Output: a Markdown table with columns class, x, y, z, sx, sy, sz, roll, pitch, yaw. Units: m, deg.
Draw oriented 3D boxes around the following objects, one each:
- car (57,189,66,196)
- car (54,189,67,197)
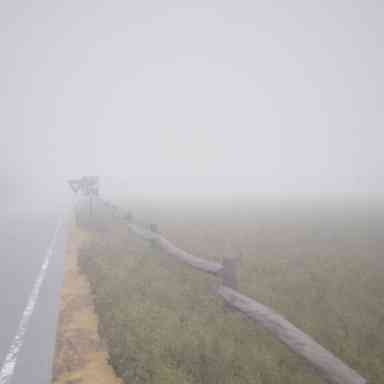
| class | x | y | z | sx | sy | sz | roll | pitch | yaw |
| --- | --- | --- | --- | --- | --- | --- | --- | --- | --- |
| car | -30.133 | 0.077 | 76.934 | 1.812 | 1.442 | 4.674 | -1 | 1 | -20 |
| car | -26.746 | 0.286 | 67.436 | 1.812 | 1.442 | 4.674 | -1 | 1 | -20 |
